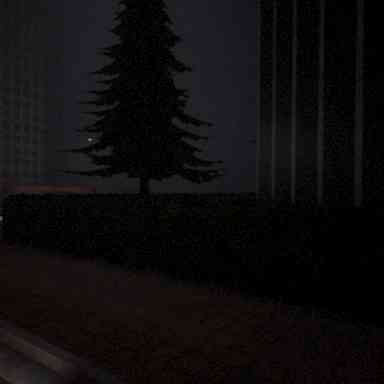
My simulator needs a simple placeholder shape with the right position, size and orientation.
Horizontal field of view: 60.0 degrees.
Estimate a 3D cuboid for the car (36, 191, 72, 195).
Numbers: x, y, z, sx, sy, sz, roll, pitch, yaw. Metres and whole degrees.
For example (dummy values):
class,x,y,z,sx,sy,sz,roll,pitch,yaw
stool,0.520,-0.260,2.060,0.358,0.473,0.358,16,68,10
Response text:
class,x,y,z,sx,sy,sz,roll,pitch,yaw
car,-14.286,0.929,32.804,2.150,2.045,5.566,1,1,36
